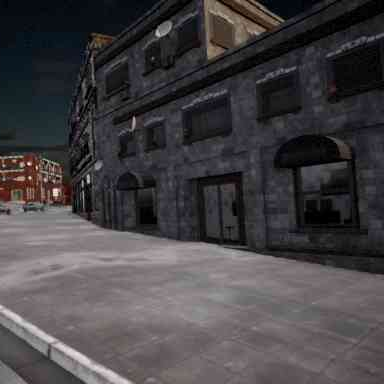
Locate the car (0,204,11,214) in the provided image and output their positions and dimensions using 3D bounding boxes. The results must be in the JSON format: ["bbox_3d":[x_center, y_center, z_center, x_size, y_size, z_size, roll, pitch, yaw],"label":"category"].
[{"bbox_3d":[-23.133,2.074,39.202,1.812,1.442,4.674,-3,-1,-5],"label":"car"}]

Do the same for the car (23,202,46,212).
[{"bbox_3d":[-24.102,2.253,51.037,2.128,1.511,4.902,-3,-1,-3],"label":"car"}]
